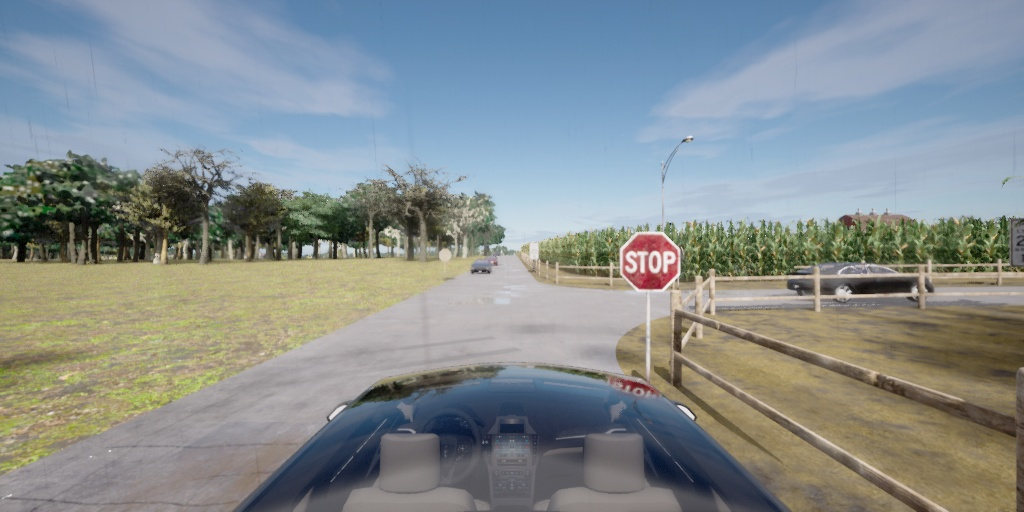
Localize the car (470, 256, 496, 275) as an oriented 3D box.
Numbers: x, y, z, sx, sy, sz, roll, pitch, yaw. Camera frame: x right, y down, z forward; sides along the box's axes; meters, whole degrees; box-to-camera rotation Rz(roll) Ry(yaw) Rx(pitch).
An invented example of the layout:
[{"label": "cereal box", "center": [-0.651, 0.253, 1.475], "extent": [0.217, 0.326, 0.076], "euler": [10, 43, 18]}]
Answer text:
[{"label": "car", "center": [-2.930, 1.008, 35.235], "extent": [2.033, 1.411, 5.357], "euler": [0, 1, 0]}]

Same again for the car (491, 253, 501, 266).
[{"label": "car", "center": [-2.955, 0.680, 50.874], "extent": [1.812, 1.442, 4.674], "euler": [0, 1, 0]}]

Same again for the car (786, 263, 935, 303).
[{"label": "car", "center": [13.840, 1.016, 14.375], "extent": [4.902, 1.511, 2.128], "euler": [-1, 0, 0]}]
